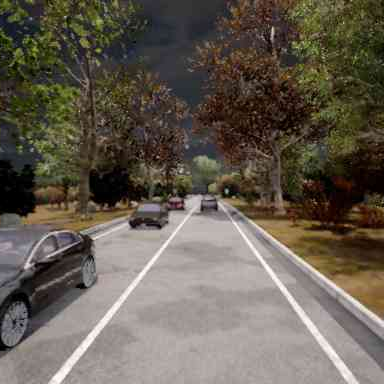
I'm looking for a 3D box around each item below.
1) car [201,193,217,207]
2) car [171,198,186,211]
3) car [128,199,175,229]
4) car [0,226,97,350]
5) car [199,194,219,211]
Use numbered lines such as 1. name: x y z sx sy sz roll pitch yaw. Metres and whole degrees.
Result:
1. car: 2.443 1.103 47.067 2.097 1.767 4.553 0 0 3
2. car: -1.722 1.295 35.685 1.994 1.385 4.181 0 0 4
3. car: -2.540 1.394 20.972 2.033 1.411 5.357 0 1 3
4. car: -3.328 1.455 6.259 2.128 1.511 4.902 0 0 3
5. car: 1.832 1.243 35.705 2.128 1.511 4.902 0 0 3
